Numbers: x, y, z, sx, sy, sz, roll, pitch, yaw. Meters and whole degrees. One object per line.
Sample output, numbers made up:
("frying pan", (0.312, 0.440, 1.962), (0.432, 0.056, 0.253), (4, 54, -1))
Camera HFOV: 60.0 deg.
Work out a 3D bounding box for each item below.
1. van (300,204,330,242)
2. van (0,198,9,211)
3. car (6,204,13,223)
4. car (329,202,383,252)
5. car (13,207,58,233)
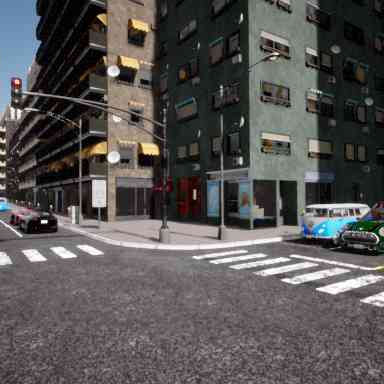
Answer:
("van", (6.955, 1.466, 15.997), (3.998, 1.788, 1.690), (0, -1, -34))
("van", (-25.208, 1.641, 43.779), (1.690, 1.788, 3.998), (1, -1, -34))
("car", (-12.718, 1.783, 25.321), (1.802, 1.307, 4.206), (1, -1, -34))
("car", (8.046, 1.429, 13.620), (4.553, 1.767, 2.097), (0, -1, -34))
("car", (-9.595, 1.743, 20.708), (1.947, 1.339, 4.313), (1, -1, -34))
